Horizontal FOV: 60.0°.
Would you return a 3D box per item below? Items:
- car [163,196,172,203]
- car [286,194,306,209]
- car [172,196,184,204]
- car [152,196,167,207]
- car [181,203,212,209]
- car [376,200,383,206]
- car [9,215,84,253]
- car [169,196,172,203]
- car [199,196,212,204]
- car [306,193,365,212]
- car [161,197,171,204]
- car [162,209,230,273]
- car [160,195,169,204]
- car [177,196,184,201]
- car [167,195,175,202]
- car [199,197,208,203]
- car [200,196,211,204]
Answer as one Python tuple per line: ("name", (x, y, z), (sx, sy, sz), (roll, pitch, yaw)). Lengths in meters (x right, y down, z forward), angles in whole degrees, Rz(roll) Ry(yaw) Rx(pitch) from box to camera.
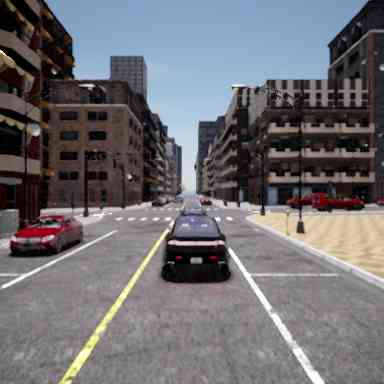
("car", (-5.707, 1.678, 78.449), (1.967, 1.590, 4.097), (0, 0, 0))
("car", (14.550, 1.126, 42.040), (5.009, 1.841, 2.192), (-1, 1, 0))
("car", (-3.014, 1.569, 71.364), (2.097, 1.767, 4.553), (0, 0, 0))
("car", (-5.702, 1.728, 55.718), (1.947, 1.339, 4.313), (0, 0, 0))
("car", (0.094, 1.622, 21.524), (1.994, 1.385, 4.181), (0, 0, 0))
("car", (25.647, 1.186, 42.144), (4.206, 1.307, 1.802), (-1, 1, 0))
("car", (-5.745, 1.618, 13.695), (1.802, 1.307, 4.206), (0, 0, 0))
("car", (-5.705, 1.514, 67.084), (2.192, 1.841, 5.009), (0, 0, 0))
("car", (2.676, 1.620, 61.405), (1.967, 1.590, 4.097), (0, 0, 0))
("car", (14.686, 1.118, 33.662), (5.009, 1.841, 2.192), (-1, 1, 0))
("car", (-5.706, 1.743, 72.596), (1.752, 1.417, 4.829), (0, 0, 0))
("car", (0.101, 1.521, 10.809), (2.128, 1.511, 4.902), (0, 0, 0))
("car", (-5.704, 1.705, 61.231), (1.752, 1.417, 4.829), (0, 0, 0))
("car", (-3.017, 1.677, 87.745), (1.895, 1.301, 4.718), (0, 0, 0))
("car", (-5.709, 1.718, 89.814), (1.967, 1.590, 4.097), (0, 0, 0))
("car", (2.674, 1.820, 78.452), (1.802, 1.307, 4.206), (0, 0, 0))
("car", (2.676, 1.639, 67.087), (1.967, 1.590, 4.097), (0, 0, 0))
